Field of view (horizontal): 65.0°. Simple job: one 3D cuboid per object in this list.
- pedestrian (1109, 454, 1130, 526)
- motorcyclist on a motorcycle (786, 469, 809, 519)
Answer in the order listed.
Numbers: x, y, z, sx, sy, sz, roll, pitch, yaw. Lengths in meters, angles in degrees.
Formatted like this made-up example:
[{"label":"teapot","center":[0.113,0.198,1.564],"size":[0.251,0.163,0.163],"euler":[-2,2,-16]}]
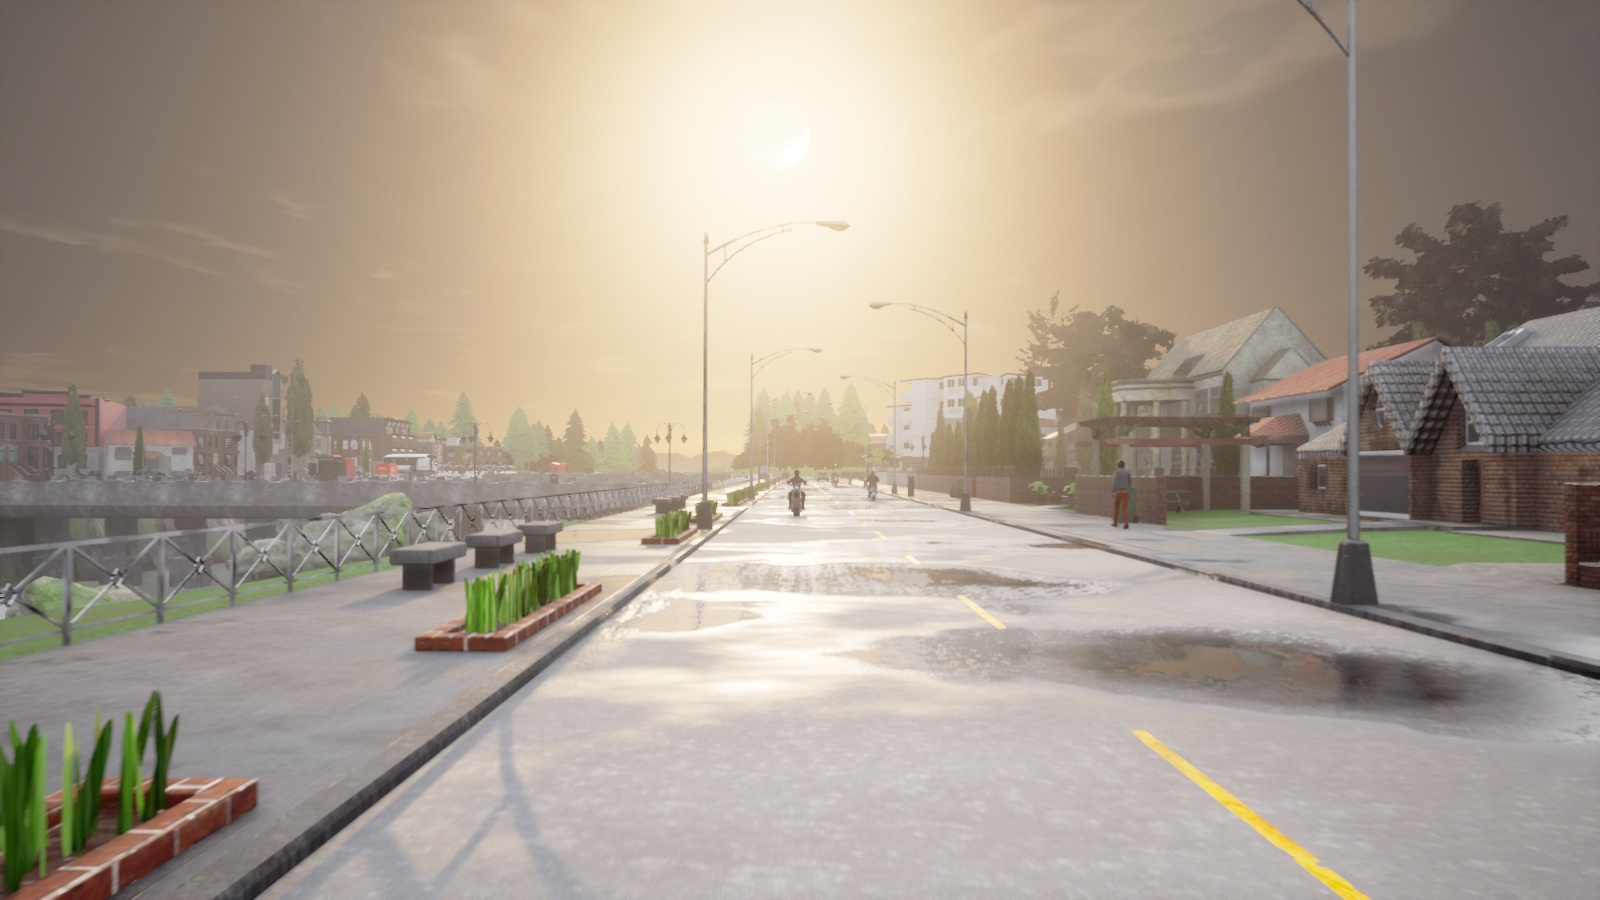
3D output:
[{"label":"pedestrian","center":[8.317,1.043,32.729],"size":[0.353,1.847,0.614],"euler":[0,-1,-3]},{"label":"motorcyclist on a motorcycle","center":[-0.102,1.496,43.349],"size":[0.766,1.649,2.350],"euler":[0,-1,0]}]
